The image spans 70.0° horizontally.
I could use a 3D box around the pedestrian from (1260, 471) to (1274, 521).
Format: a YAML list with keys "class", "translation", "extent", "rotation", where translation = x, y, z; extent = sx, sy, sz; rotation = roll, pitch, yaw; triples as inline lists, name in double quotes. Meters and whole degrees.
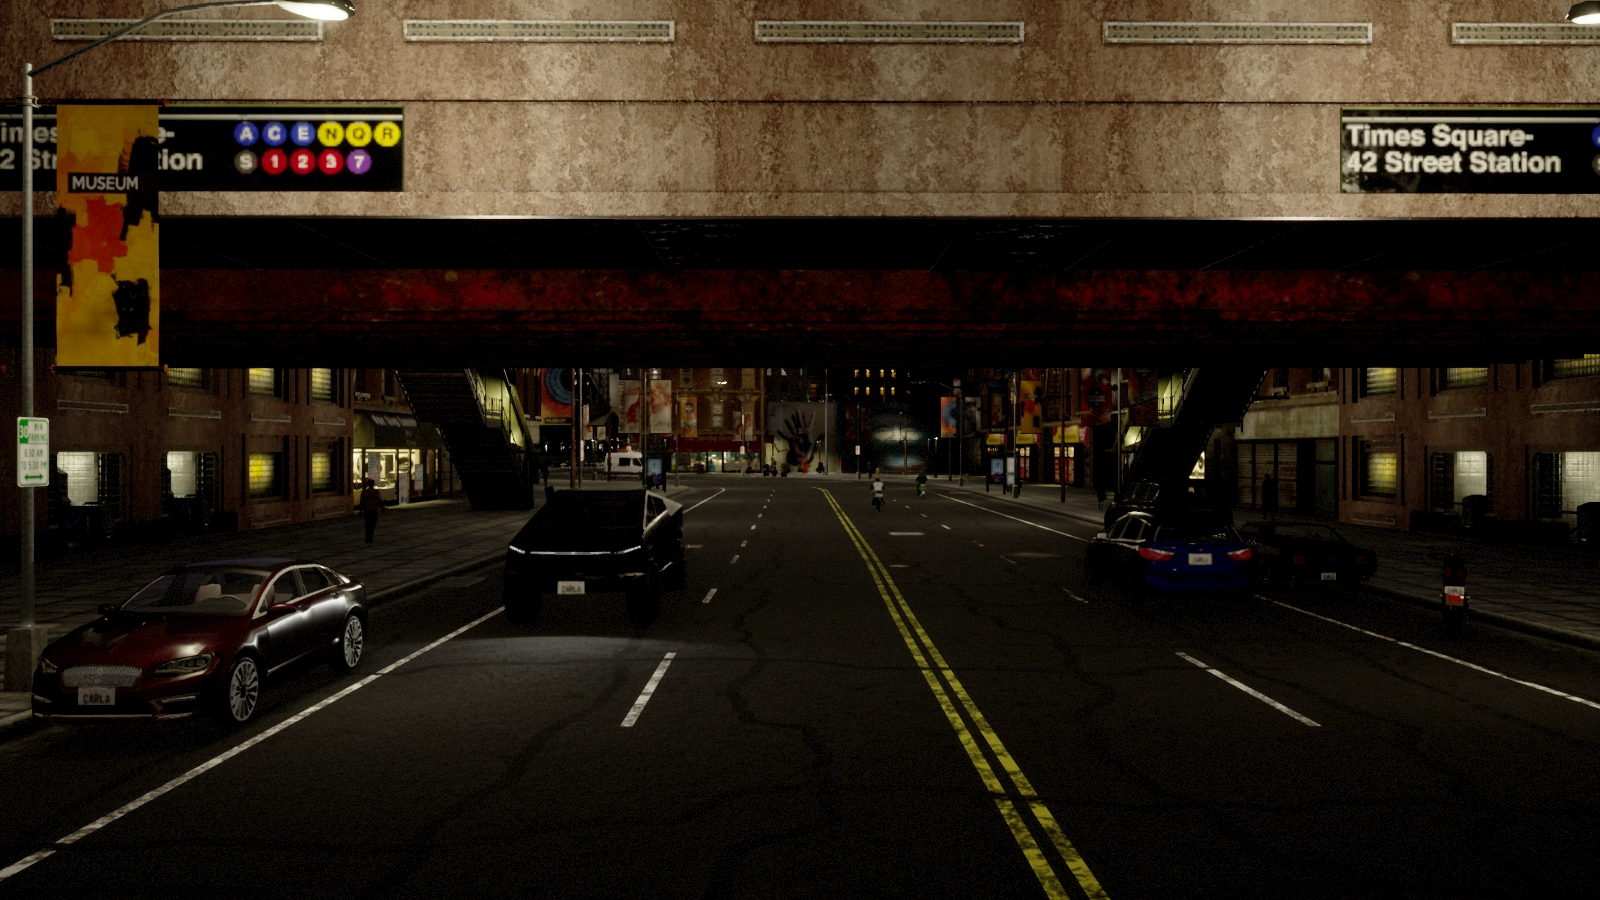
- class: "pedestrian"
  translation: [17.362, 1.699, 42.493]
  extent: [0.375, 1.860, 0.375]
  rotation: [0, 0, 1]

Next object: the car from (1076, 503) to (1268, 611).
- class: "car"
  translation: [7.034, 1.967, 22.185]
  extent: [2.242, 1.667, 4.611]
  rotation: [0, 0, 0]

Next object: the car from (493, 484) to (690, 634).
- class: "car"
  translation: [-3.488, 1.753, 20.590]
  extent: [2.390, 2.098, 6.274]
  rotation: [0, 0, 0]

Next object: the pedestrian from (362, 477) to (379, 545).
- class: "pedestrian"
  translation: [-12.005, 1.696, 31.920]
  extent: [0.375, 1.860, 0.375]
  rotation: [0, 0, -10]
